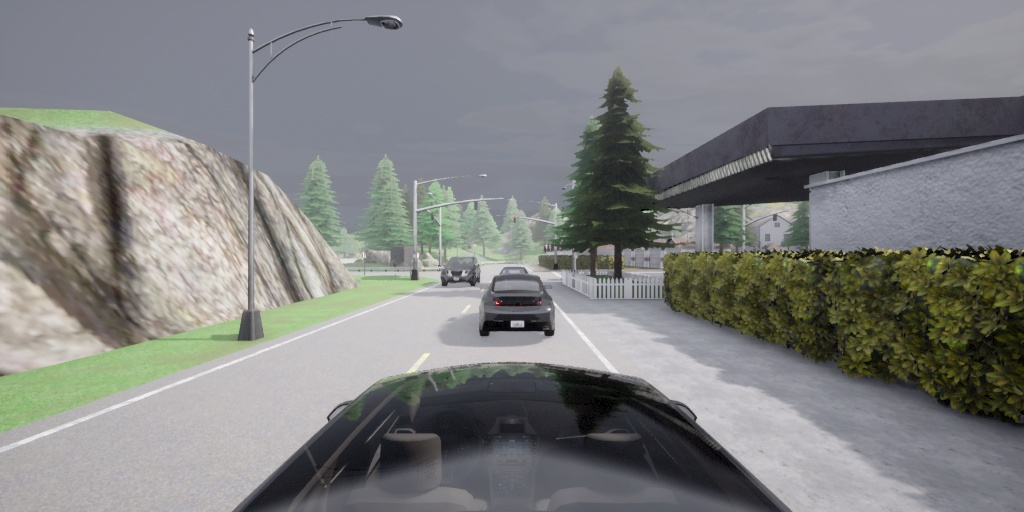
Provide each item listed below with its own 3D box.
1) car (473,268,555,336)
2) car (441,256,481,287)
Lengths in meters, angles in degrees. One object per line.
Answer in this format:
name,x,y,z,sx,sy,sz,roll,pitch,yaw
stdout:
car,0.123,1.255,10.334,1.837,1.490,4.892,0,0,0
car,-3.437,1.050,24.973,2.150,2.045,5.566,0,0,0
